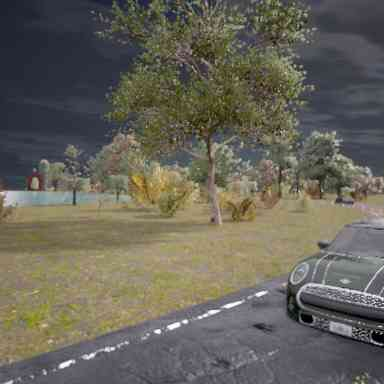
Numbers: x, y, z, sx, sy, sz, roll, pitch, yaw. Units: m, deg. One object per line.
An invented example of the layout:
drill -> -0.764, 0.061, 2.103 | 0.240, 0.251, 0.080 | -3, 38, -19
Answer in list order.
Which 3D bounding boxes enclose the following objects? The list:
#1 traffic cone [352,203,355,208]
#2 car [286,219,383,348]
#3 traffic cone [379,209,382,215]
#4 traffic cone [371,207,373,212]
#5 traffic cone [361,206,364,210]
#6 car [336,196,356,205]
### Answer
traffic cone -> 22.159, 1.847, 45.661 | 0.340, 0.580, 0.340 | 1, 1, 11
car -> 3.666, 1.362, 6.393 | 2.097, 1.767, 4.553 | 0, 0, 43
traffic cone -> 17.981, 1.928, 31.771 | 0.340, 0.580, 0.340 | 0, 0, 22
traffic cone -> 19.668, 1.907, 36.309 | 0.340, 0.580, 0.340 | 1, 0, 19
traffic cone -> 21.064, 1.879, 40.945 | 0.340, 0.580, 0.340 | 1, 1, 15
car -> 25.372, 1.402, 54.953 | 1.994, 1.385, 4.181 | 1, 1, 4
